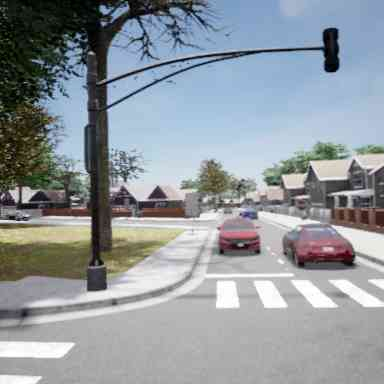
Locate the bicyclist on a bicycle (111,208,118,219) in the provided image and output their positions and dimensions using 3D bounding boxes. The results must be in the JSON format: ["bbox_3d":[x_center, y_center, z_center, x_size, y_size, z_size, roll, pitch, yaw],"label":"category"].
[{"bbox_3d":[-11.956,3.279,50.587,0.582,1.620,1.656,-3,-1,35],"label":"bicyclist on a bicycle"}]

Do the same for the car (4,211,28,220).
[{"bbox_3d":[-32.611,4.289,61.498,4.892,1.490,1.837,-2,-1,36],"label":"car"}]

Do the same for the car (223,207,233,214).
[{"bbox_3d":[7.805,4.046,71.608,1.837,1.490,4.892,-2,-2,6],"label":"car"}]

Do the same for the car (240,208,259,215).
[{"bbox_3d":[8.099,3.002,46.046,1.882,1.535,5.008,-2,-2,6],"label":"car"}]

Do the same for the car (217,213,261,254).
[{"bbox_3d":[2.334,2.083,16.738,1.882,1.535,5.008,-2,-2,6],"label":"car"}]

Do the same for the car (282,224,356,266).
[{"bbox_3d":[4.803,1.952,13.122,1.994,1.385,4.181,-2,-2,7],"label":"car"}]

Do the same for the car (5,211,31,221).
[{"bbox_3d":[-28.801,3.897,55.308,4.553,1.767,2.097,-2,-2,35],"label":"car"}]
